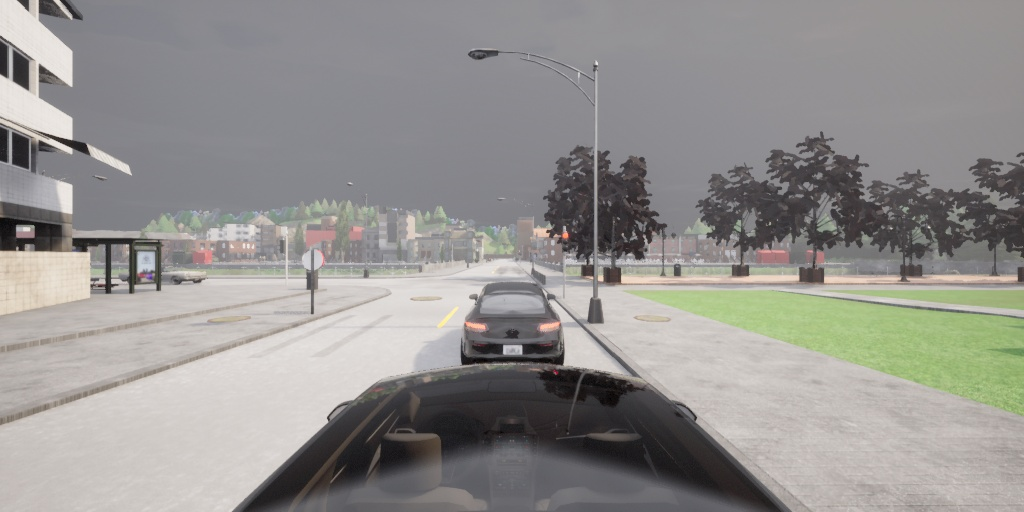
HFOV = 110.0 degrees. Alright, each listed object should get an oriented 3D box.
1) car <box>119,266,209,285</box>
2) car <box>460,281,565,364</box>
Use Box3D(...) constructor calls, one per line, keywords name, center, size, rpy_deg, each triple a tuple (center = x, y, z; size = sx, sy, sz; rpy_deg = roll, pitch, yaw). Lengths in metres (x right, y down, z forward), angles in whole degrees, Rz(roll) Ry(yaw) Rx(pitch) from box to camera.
Box3D(name="car", center=(-24.466, 1.351, 25.300), size=(4.718, 1.301, 1.895), rpy_deg=(0, 0, 0))
Box3D(name="car", center=(0.007, 1.276, 7.806), size=(1.812, 1.442, 4.674), rpy_deg=(0, 0, 0))
